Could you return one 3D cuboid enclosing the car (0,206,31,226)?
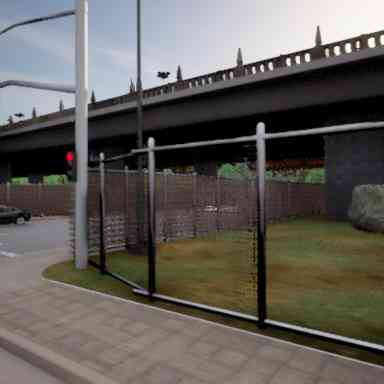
[{"bbox_3d":[-13.982,1.779,23.496,1.837,1.490,4.892,0,2,35],"label":"car"}]
